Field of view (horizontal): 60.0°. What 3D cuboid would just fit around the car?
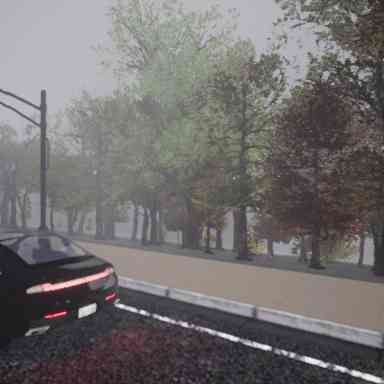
[{"bbox_3d":[-3.496,1.491,6.171,4.902,1.511,2.128,0,0,35],"label":"car"}]
